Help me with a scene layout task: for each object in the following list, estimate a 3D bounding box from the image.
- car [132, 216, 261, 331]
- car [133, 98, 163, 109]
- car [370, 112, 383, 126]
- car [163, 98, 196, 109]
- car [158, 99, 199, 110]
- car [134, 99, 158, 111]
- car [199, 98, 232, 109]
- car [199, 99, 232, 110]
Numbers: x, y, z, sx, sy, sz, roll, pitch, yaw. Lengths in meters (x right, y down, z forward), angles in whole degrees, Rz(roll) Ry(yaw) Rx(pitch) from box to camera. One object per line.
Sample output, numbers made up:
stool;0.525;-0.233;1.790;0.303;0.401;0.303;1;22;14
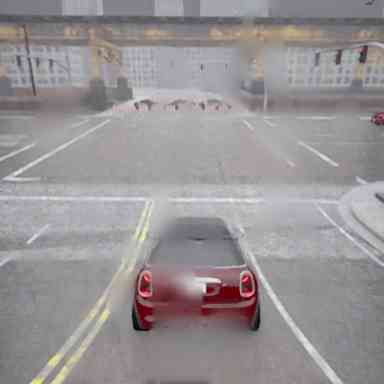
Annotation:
car;0.076;1.311;7.210;2.097;1.767;4.553;0;5;0
car;-6.525;-13.078;49.158;4.536;1.218;1.853;18;27;42
car;21.248;-7.626;33.620;5.566;2.045;2.150;0;20;1
car;-1.839;-13.045;49.071;4.536;1.218;1.853;-13;23;-33
car;-1.881;-12.886;49.095;4.974;1.542;2.038;-13;23;-33
car;-6.488;-12.918;49.177;4.974;1.542;2.038;18;27;42
car;3.456;-13.267;49.703;4.536;1.218;1.853;11;22;28
car;3.501;-13.110;49.731;4.974;1.542;2.038;11;22;28
